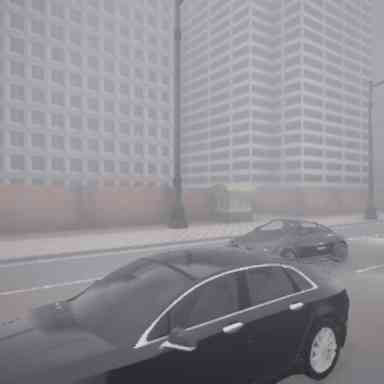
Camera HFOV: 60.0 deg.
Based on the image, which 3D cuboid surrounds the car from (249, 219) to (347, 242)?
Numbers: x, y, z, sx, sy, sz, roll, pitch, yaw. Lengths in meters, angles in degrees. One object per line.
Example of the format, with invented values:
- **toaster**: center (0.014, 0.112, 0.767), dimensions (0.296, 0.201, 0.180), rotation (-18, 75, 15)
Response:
- **car**: center (3.015, 1.555, 10.420), dimensions (4.181, 1.385, 1.994), rotation (0, 0, -35)

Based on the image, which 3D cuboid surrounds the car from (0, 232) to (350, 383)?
- **car**: center (-0.068, 1.504, 3.925), dimensions (4.892, 1.490, 1.837), rotation (0, 0, -35)
